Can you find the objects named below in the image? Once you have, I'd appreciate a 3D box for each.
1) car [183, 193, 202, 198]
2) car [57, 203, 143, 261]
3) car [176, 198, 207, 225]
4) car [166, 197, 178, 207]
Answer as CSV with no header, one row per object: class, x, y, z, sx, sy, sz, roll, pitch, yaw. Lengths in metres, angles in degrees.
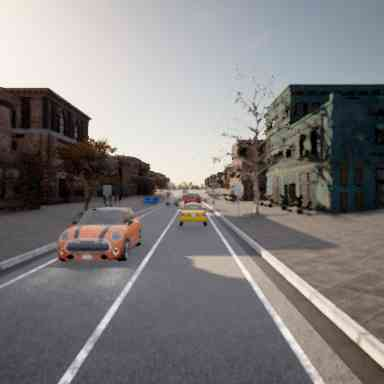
car,0.070,1.164,42.098,2.150,2.045,5.566,0,0,0
car,-3.108,1.337,12.089,2.097,1.767,4.553,0,0,0
car,0.083,1.424,23.484,1.801,1.575,5.366,0,0,0
car,-3.107,1.533,52.583,2.128,1.511,4.902,0,-1,0
